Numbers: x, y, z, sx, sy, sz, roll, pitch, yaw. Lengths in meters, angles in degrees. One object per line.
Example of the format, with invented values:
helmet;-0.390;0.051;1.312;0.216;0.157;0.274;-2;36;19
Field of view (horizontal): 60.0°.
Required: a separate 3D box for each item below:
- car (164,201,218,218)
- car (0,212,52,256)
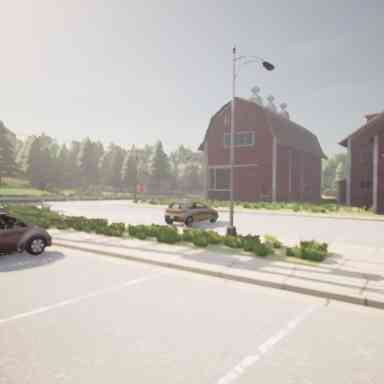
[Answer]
car;0.017;1.298;21.410;1.816;1.474;4.193;1;1;36
car;-6.491;1.333;10.248;1.784;1.438;3.905;1;1;36
